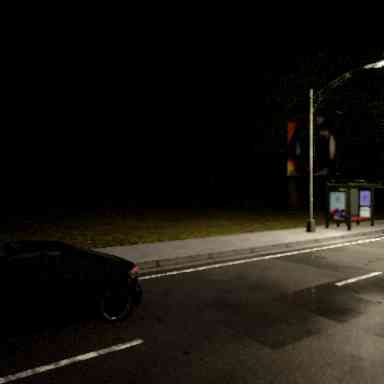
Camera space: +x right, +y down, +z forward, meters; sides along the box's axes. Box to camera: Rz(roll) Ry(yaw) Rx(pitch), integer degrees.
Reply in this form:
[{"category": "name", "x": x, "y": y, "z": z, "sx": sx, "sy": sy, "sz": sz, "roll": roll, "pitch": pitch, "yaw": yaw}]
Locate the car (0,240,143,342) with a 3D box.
[{"category": "car", "x": -2.956, "y": 1.555, "z": 5.572, "sx": 4.181, "sy": 1.385, "sz": 1.994, "roll": 0, "pitch": 0, "yaw": -35}]
